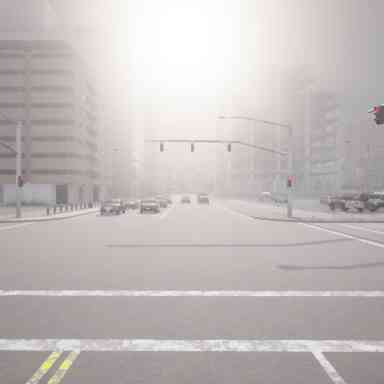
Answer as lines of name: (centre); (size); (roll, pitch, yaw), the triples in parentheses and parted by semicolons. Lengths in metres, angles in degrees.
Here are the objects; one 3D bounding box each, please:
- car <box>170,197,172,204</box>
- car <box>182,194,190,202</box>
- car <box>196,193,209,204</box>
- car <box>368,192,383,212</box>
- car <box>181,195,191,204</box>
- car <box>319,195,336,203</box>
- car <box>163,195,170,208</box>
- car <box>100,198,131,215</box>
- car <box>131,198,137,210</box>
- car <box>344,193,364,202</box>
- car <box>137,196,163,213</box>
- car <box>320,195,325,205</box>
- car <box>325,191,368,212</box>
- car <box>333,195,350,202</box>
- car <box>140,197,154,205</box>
car: (-4.762, 1.352, 61.049); (2.097, 1.767, 4.553); (0, 0, 0)
car: (-1.311, 1.304, 74.454); (1.882, 1.535, 5.008); (0, 0, 0)
car: (2.273, 1.478, 64.710); (1.882, 1.535, 5.008); (0, 0, 0)
car: (19.463, 1.156, 35.801); (1.905, 1.878, 3.866); (0, 0, 0)
car: (-1.233, 1.601, 65.383); (1.895, 1.301, 4.718); (0, 0, 0)
car: (27.773, 1.395, 68.412); (1.970, 1.475, 3.806); (0, 0, 0)
car: (-4.677, 1.351, 47.347); (2.097, 1.767, 4.553); (0, 0, -1)
car: (-8.067, 1.491, 34.285); (2.128, 1.511, 4.902); (0, 0, 0)
car: (-8.138, 1.526, 43.432); (1.812, 1.442, 4.674); (0, 0, 0)
car: (33.352, 1.153, 68.490); (1.932, 1.855, 4.605); (0, 0, 0)
car: (-4.590, 1.505, 36.910); (1.837, 1.490, 4.892); (0, 0, 0)
car: (22.081, 1.395, 53.281); (1.970, 1.475, 3.806); (0, 0, 0)
car: (16.569, 1.153, 35.841); (1.932, 1.855, 4.605); (0, 0, 0)
car: (30.669, 1.364, 68.426); (1.784, 1.438, 3.905); (0, 0, 0)
car: (-8.263, 1.564, 61.126); (1.994, 1.385, 4.181); (0, 0, 0)
